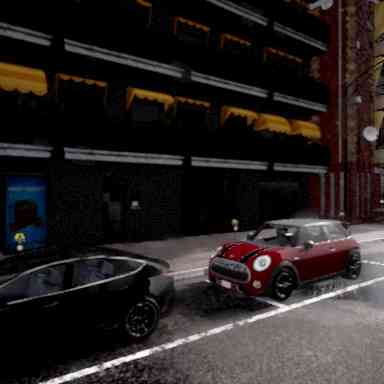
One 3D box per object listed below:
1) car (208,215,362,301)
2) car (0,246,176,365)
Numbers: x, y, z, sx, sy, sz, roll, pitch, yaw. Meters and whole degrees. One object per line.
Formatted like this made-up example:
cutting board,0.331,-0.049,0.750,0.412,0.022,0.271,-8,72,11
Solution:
car,2.350,1.427,8.222,4.097,1.590,1.967,0,0,-35
car,-2.264,1.565,4.942,4.313,1.339,1.947,0,0,-35
